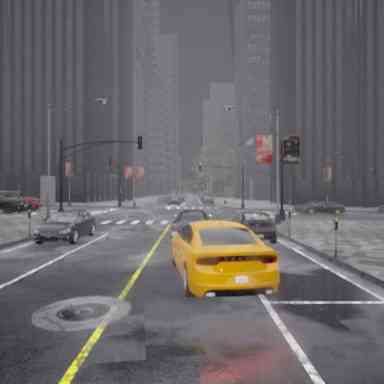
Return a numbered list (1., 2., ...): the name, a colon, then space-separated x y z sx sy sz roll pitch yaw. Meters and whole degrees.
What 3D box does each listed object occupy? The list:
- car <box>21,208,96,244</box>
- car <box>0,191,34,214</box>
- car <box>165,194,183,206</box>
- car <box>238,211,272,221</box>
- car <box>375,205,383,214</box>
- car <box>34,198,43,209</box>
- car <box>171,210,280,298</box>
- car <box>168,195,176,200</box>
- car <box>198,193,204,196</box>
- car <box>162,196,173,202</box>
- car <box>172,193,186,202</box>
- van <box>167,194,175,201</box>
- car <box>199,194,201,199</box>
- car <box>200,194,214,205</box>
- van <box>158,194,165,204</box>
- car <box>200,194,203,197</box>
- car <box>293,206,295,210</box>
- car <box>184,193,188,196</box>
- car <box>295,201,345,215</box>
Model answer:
1. car: -5.771 1.546 15.515 2.008 1.369 4.403 0 0 0
2. car: -18.247 0.908 31.032 5.566 2.045 2.150 1 0 0
3. car: -2.938 1.469 55.359 1.882 1.535 5.008 0 0 1
4. car: 2.754 1.546 15.518 2.008 1.369 4.403 0 0 0
5. car: 25.248 1.985 40.866 4.902 1.511 2.128 1 0 1
6. car: -18.394 0.910 34.283 5.566 2.045 2.150 1 0 0
7. car: 0.556 1.474 8.641 1.882 1.535 5.008 0 0 -9
8. car: -5.334 1.541 90.845 1.887 1.381 4.507 0 0 0
9. car: 3.053 1.309 74.239 2.192 1.841 5.009 0 0 0
10. car: -5.473 1.559 74.308 1.947 1.339 4.313 0 0 0
11. car: -2.832 1.483 64.934 2.128 1.511 4.902 0 0 1
12. van: -5.380 1.336 85.333 1.690 1.788 3.998 0 0 0
13. car: 3.006 1.544 68.727 2.008 1.369 4.403 0 0 0
14. car: 2.914 1.542 57.701 2.008 1.369 4.403 0 0 0
15. van: -5.565 1.333 63.283 1.690 1.788 3.998 0 0 0
16. car: 2.961 1.518 63.384 1.752 1.417 4.829 0 0 0
17. car: 14.880 1.825 40.906 4.674 1.442 1.812 1 0 2
18. car: -2.701 1.219 75.531 2.150 2.045 5.566 0 0 0
19. car: 14.731 1.796 37.645 4.892 1.490 1.837 1 0 1
